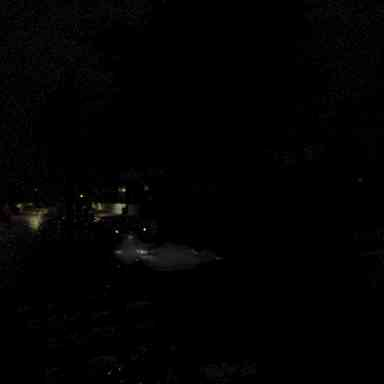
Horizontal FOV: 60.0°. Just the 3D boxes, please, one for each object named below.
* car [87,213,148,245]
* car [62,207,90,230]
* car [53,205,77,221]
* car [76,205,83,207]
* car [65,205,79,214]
[{"bbox_3d":[-4.131,2.055,18.486,1.895,1.301,4.718,0,-1,-31],"label":"car"},{"bbox_3d":[-9.173,2.204,27.314,1.812,1.442,4.674,0,-1,-29],"label":"car"},{"bbox_3d":[-15.039,2.504,38.434,2.033,1.411,5.357,0,-1,-26],"label":"car"},{"bbox_3d":[-16.421,2.660,47.807,1.837,1.490,4.892,0,-1,-25],"label":"car"},{"bbox_3d":[-20.675,2.957,57.116,1.994,1.385,4.181,0,-1,-23],"label":"car"}]
